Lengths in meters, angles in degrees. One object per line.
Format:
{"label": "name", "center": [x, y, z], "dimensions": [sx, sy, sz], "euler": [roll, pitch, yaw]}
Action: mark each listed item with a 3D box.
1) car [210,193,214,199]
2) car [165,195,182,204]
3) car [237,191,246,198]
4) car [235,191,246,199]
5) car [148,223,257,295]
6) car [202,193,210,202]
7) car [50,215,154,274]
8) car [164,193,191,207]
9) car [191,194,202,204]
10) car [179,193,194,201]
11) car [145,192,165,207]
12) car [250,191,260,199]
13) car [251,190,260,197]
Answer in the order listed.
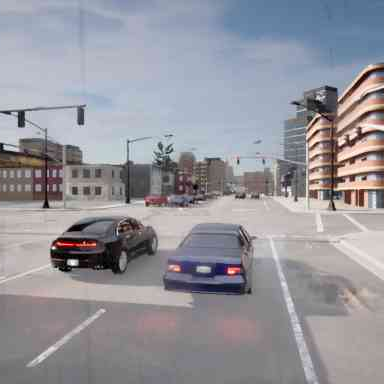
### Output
{"label": "car", "center": [3.786, 0.862, 76.232], "dimensions": [1.882, 1.535, 5.008], "euler": [0, 1, 11]}
{"label": "car", "center": [-3.270, 1.238, 58.863], "dimensions": [1.812, 1.442, 4.674], "euler": [0, 1, 12]}
{"label": "car", "center": [12.964, 0.552, 86.667], "dimensions": [2.097, 1.767, 4.553], "euler": [0, 1, 11]}
{"label": "car", "center": [11.072, 0.902, 77.014], "dimensions": [1.994, 1.385, 4.181], "euler": [0, 1, 11]}
{"label": "car", "center": [0.705, 1.547, 8.902], "dimensions": [2.033, 1.411, 5.357], "euler": [0, 0, 11]}
{"label": "car", "center": [1.747, 1.119, 65.991], "dimensions": [2.033, 1.411, 5.357], "euler": [0, 1, 12]}
{"label": "car", "center": [-2.513, 1.505, 10.645], "dimensions": [1.837, 1.490, 4.892], "euler": [0, 0, 11]}
{"label": "car", "center": [-1.961, 1.223, 47.430], "dimensions": [2.097, 1.767, 4.553], "euler": [0, 1, 11]}
{"label": "car", "center": [-0.204, 1.235, 56.341], "dimensions": [2.128, 1.511, 4.902], "euler": [0, 1, 11]}
{"label": "car", "center": [-1.152, 1.073, 69.237], "dimensions": [2.033, 1.411, 5.357], "euler": [0, 1, 11]}
{"label": "car", "center": [-5.169, 1.080, 49.305], "dimensions": [2.150, 2.045, 5.566], "euler": [0, 1, 11]}
{"label": "car", "center": [14.320, 0.881, 75.389], "dimensions": [2.128, 1.511, 4.902], "euler": [0, 1, 11]}
{"label": "car", "center": [16.320, 0.464, 85.594], "dimensions": [2.097, 1.767, 4.553], "euler": [0, 1, 11]}
